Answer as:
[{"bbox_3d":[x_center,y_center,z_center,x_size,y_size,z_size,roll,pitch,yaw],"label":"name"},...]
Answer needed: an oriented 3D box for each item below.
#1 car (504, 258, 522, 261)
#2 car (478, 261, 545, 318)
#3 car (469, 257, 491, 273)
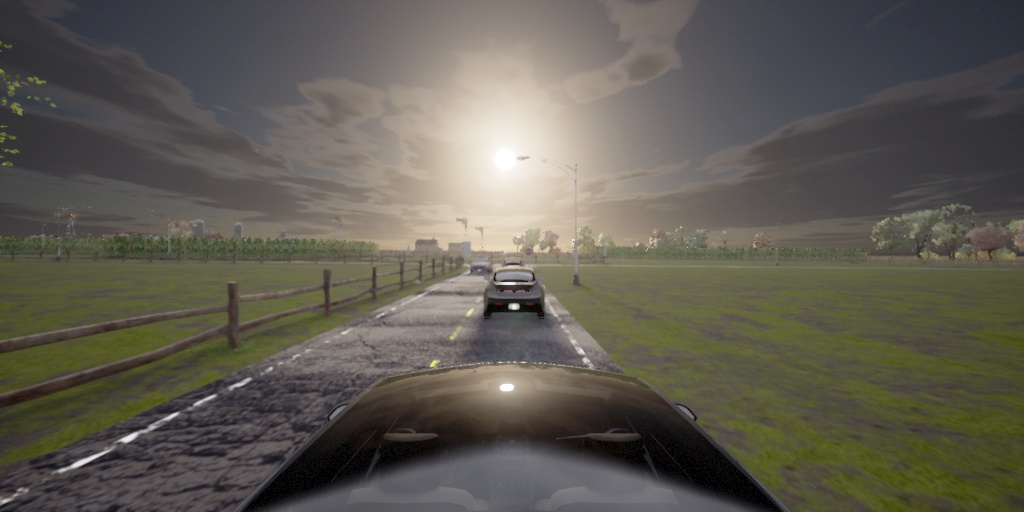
[{"bbox_3d":[0.074,0.880,27.793,1.837,1.490,4.892,0,1,0],"label":"car"},{"bbox_3d":[0.074,1.105,12.241,1.837,1.490,4.892,0,1,0],"label":"car"},{"bbox_3d":[-2.822,0.835,33.842,2.033,1.411,5.357,0,1,0],"label":"car"}]
